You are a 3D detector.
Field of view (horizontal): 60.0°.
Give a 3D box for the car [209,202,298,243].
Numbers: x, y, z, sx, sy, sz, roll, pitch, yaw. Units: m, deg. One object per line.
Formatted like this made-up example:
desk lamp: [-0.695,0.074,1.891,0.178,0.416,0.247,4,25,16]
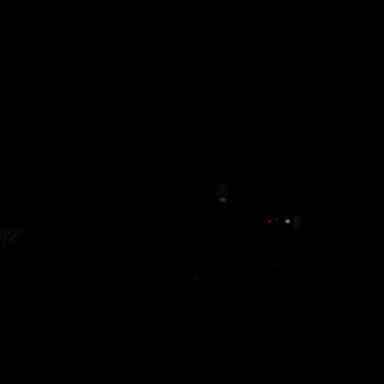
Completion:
car: [3.207,1.559,18.386,2.150,2.045,5.566,1,-2,-32]
